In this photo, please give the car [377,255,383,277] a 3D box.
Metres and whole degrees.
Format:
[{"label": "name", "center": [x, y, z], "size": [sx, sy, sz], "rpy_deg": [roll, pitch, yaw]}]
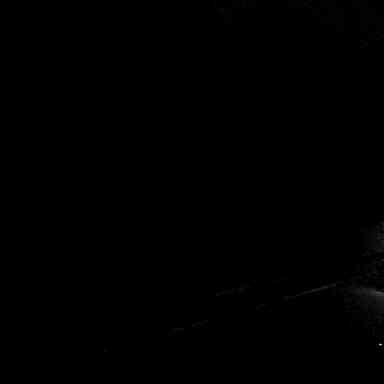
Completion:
[{"label": "car", "center": [6.990, 1.528, 8.656], "size": [5.357, 1.411, 2.033], "rpy_deg": [0, 0, -35]}]
